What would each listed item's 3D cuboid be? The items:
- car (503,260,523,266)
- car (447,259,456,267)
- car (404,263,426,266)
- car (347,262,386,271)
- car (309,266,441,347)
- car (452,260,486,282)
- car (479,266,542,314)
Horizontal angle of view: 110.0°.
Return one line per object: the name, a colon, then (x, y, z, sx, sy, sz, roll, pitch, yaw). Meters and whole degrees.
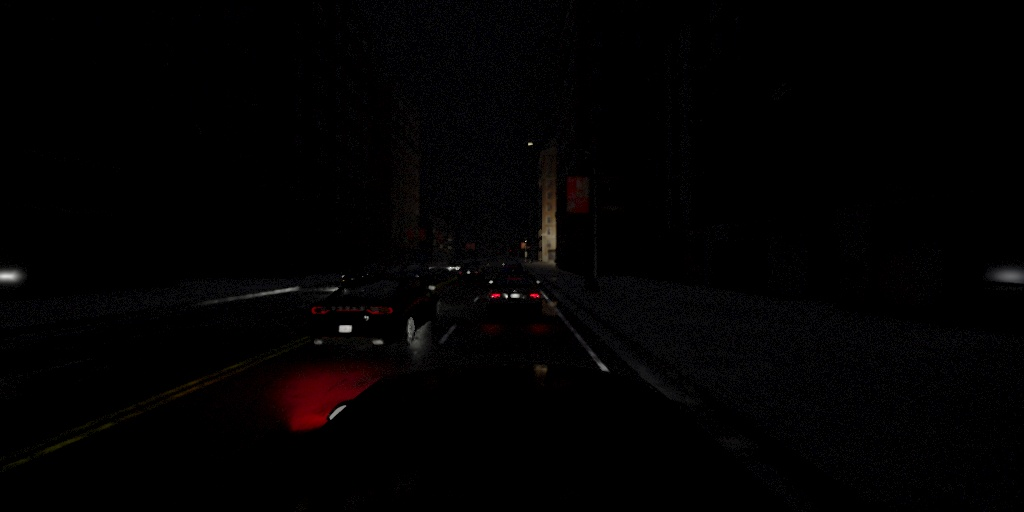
car: (0.098, 1.151, 35.433, 1.882, 1.535, 5.008, 0, 0, 0)
car: (-9.794, 1.182, 61.683, 1.994, 1.385, 4.181, 0, 0, 1)
car: (-6.599, 1.224, 24.230, 1.812, 1.442, 4.674, 0, 0, 0)
car: (-9.849, 1.202, 24.554, 1.837, 1.490, 4.892, 0, 0, 0)
car: (-3.160, 1.210, 9.293, 1.882, 1.535, 5.008, 0, 0, 0)
car: (-3.152, 1.236, 28.573, 2.033, 1.411, 5.357, 0, 0, 0)
car: (0.099, 1.270, 13.571, 2.033, 1.411, 5.357, 0, 0, 0)
